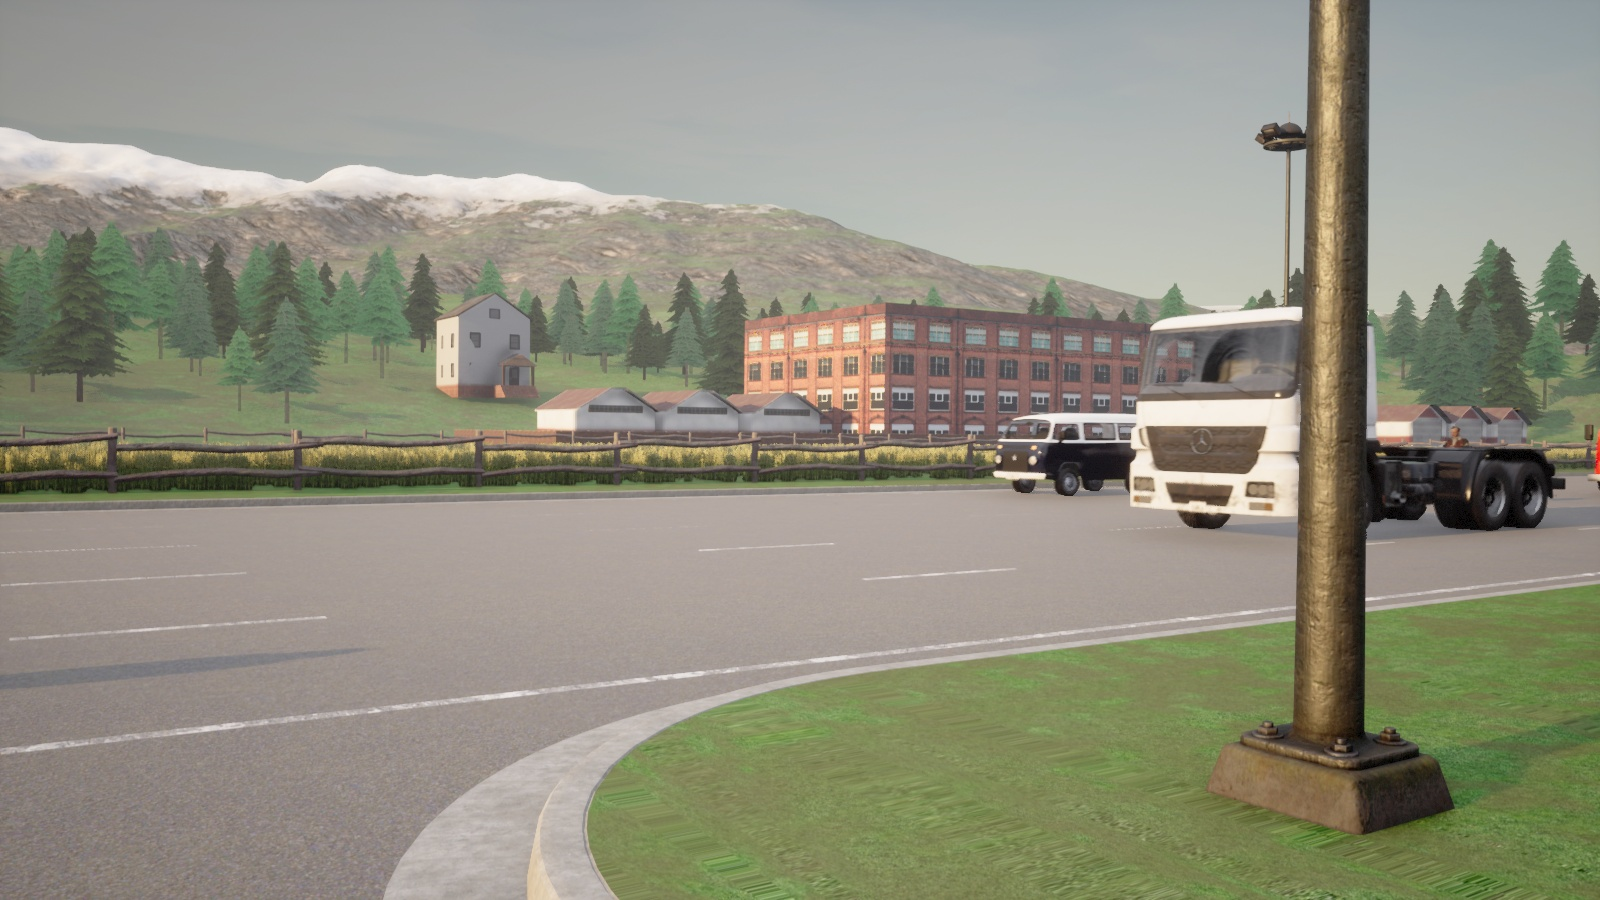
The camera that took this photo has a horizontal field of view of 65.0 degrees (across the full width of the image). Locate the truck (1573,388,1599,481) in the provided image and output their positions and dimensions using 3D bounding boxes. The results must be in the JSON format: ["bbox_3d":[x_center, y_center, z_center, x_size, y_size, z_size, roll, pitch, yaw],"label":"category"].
[{"bbox_3d":[23.709,-0.428,34.139,5.204,2.467,2.627,-1,1,-33],"label":"truck"}]

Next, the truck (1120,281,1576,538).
[{"bbox_3d":[9.038,-0.609,20.302,7.936,3.462,2.891,-1,1,-33],"label":"truck"}]

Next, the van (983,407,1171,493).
[{"bbox_3d":[6.976,-0.039,31.528,4.480,2.038,2.069,-1,1,-33],"label":"van"}]
